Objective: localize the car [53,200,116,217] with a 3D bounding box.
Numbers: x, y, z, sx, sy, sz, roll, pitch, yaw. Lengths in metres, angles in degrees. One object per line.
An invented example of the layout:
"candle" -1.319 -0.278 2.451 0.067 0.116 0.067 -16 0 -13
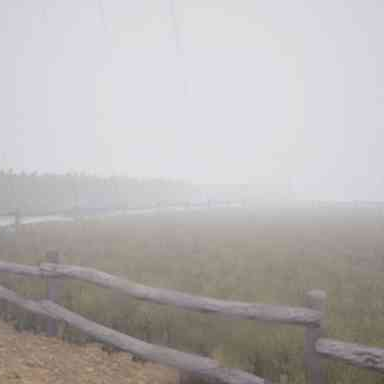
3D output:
"car" -8.892 1.414 28.053 2.033 1.411 5.357 0 0 35

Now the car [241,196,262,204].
"car" 8.760 1.375 47.382 2.128 1.511 4.902 0 0 36

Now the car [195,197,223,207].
"car" 2.198 1.363 43.584 2.128 1.511 4.902 0 0 35
